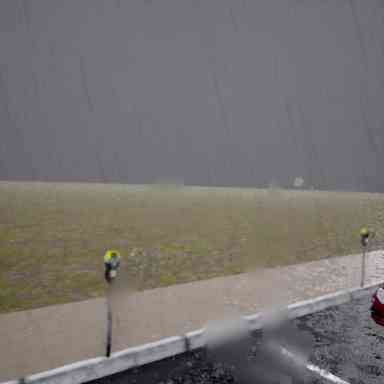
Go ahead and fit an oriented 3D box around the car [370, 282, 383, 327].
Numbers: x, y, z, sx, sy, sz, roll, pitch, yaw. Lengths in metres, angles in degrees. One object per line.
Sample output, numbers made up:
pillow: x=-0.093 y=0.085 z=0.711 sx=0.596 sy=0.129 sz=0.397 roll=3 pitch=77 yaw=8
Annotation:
car: x=4.765 y=1.597 z=5.620 sx=4.206 sy=1.307 sz=1.802 roll=1 pitch=2 yaw=-34
